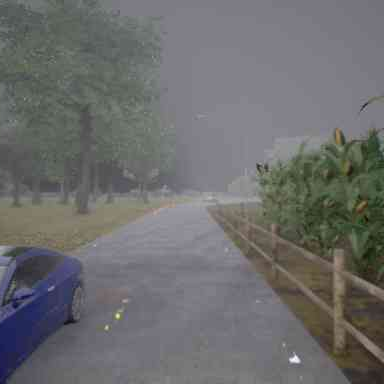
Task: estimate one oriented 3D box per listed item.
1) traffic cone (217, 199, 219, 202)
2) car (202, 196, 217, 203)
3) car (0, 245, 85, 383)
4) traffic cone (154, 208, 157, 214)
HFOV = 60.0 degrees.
[{"bbox_3d":[6.127,1.998,79.568,0.340,0.580,0.340,0,0,33],"label":"traffic cone"},{"bbox_3d":[3.910,1.577,71.180,1.812,1.442,4.674,0,0,25],"label":"car"},{"bbox_3d":[-2.860,1.535,4.442,1.812,1.442,4.674,0,0,0],"label":"car"},{"bbox_3d":[-3.851,2.034,35.072,0.340,0.580,0.340,0,0,0],"label":"traffic cone"}]
